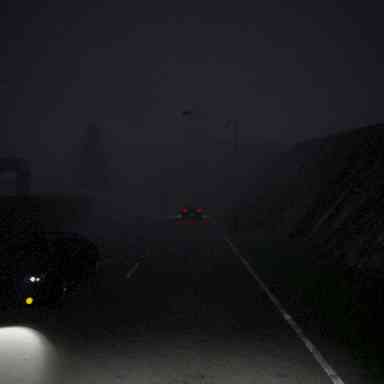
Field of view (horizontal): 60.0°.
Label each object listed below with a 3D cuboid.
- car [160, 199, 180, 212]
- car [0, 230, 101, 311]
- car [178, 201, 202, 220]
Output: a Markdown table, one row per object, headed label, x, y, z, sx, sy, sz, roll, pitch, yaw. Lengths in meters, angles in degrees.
| label | x | y | z | sx | sy | sz | roll | pitch | yaw |
| --- | --- | --- | --- | --- | --- | --- | --- | --- | --- |
| car | -2.769 | 1.661 | 44.444 | 2.097 | 1.767 | 4.553 | 0 | 0 | -20 |
| car | -3.589 | 1.620 | 7.852 | 1.994 | 1.385 | 4.181 | 0 | 0 | 0 |
| car | -0.089 | 1.736 | 30.205 | 1.812 | 1.442 | 4.674 | 0 | 0 | -2 |
